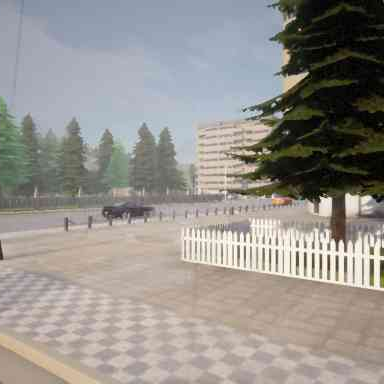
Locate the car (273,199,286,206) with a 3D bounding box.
[{"bbox_3d":[15.474,1.352,56.669,2.097,1.767,4.553,0,0,36],"label":"car"}]

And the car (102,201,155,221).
[{"bbox_3d":[-5.187,1.477,27.812,1.882,1.535,5.008,0,0,36],"label":"car"}]
